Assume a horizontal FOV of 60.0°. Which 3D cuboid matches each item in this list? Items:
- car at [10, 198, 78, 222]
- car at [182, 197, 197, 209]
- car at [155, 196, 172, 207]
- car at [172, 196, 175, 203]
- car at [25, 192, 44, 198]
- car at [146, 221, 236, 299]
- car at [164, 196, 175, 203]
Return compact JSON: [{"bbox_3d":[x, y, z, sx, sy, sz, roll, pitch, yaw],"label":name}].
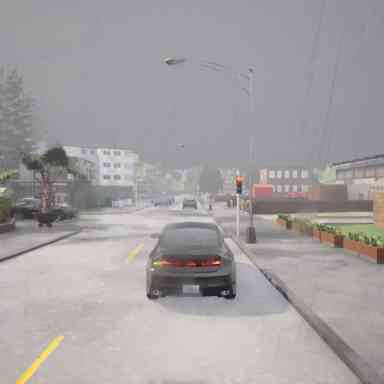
[{"bbox_3d":[-11.371,1.477,25.619,5.008,1.535,1.882,0,0,7],"label":"car"},{"bbox_3d":[-0.321,1.491,46.205,2.128,1.511,4.902,0,0,-1],"label":"car"},{"bbox_3d":[-4.571,1.477,50.588,1.882,1.535,5.008,0,0,0],"label":"car"},{"bbox_3d":[-4.637,1.477,60.001,1.882,1.535,5.008,0,0,0],"label":"car"},{"bbox_3d":[-20.154,0.985,42.086,1.905,1.878,3.866,0,0,34],"label":"car"},{"bbox_3d":[-0.016,1.505,8.424,1.837,1.490,4.892,0,0,0],"label":"car"},{"bbox_3d":[-4.665,1.525,70.431,2.128,1.511,4.902,0,0,-1],"label":"car"}]
